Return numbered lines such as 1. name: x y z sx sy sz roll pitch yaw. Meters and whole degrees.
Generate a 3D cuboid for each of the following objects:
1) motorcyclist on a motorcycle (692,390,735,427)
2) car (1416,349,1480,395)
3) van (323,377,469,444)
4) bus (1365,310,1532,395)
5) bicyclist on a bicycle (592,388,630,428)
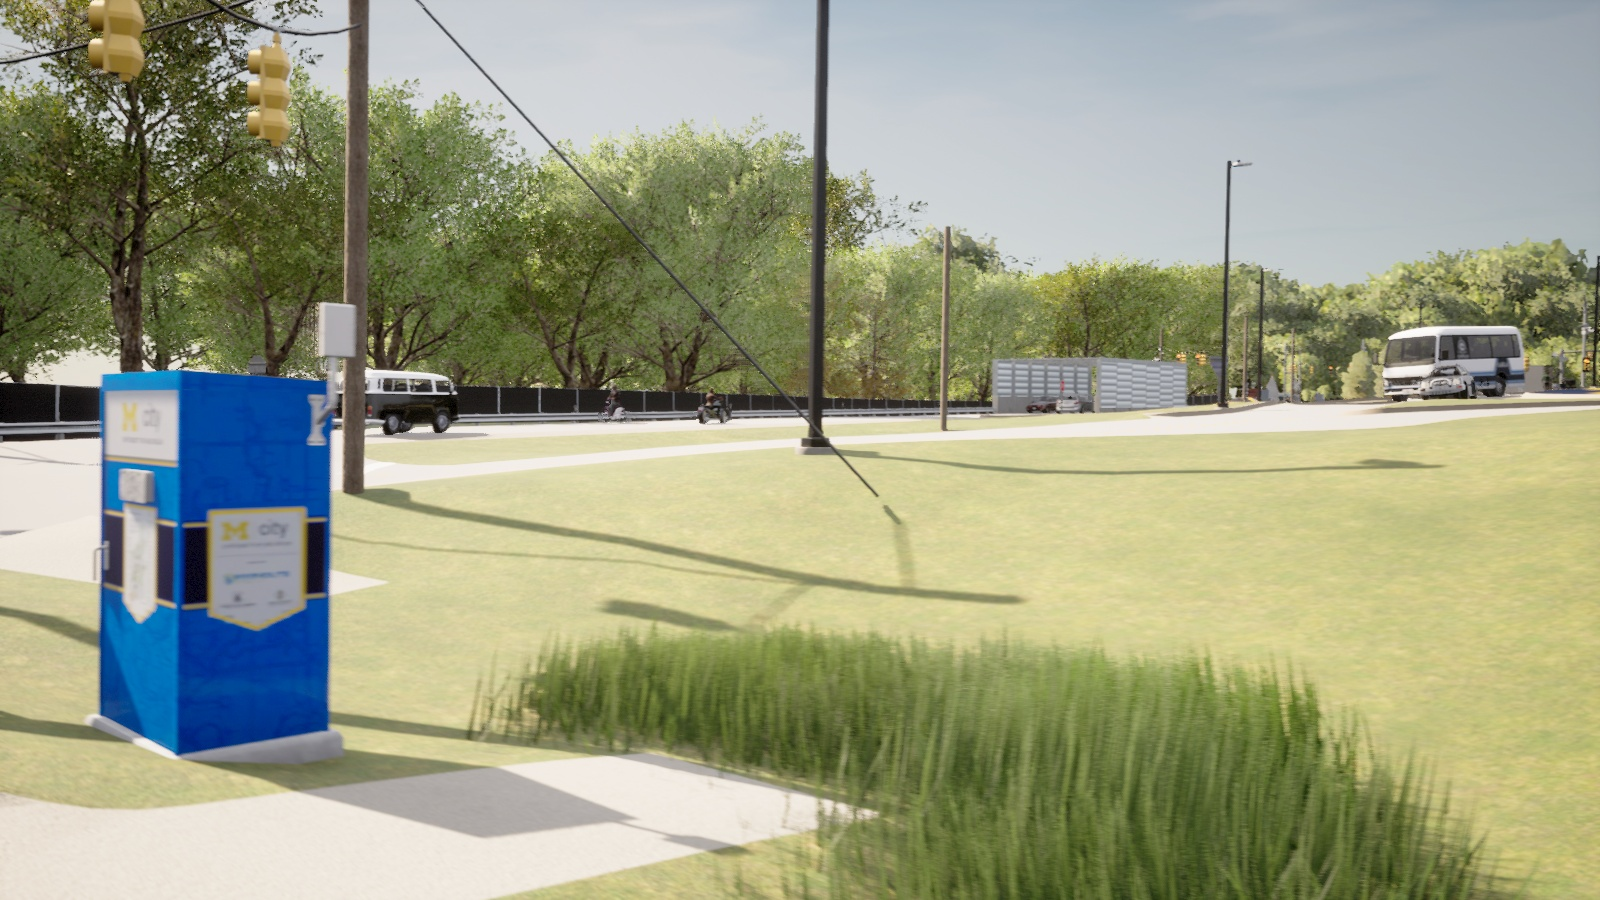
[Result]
1. motorcyclist on a motorcycle: -3.904 -1.915 57.144 0.766 1.649 2.350 1 3 30
2. car: 30.606 -3.693 59.264 1.932 1.855 4.605 -6 0 35
3. van: -12.912 -1.294 40.464 2.069 2.038 4.480 0 3 21
4. bus: 37.684 -5.684 72.817 10.273 4.253 3.944 -5 1 -34
5. bicyclist on a bicycle: -8.457 -1.896 56.212 0.659 1.776 1.843 1 3 30
